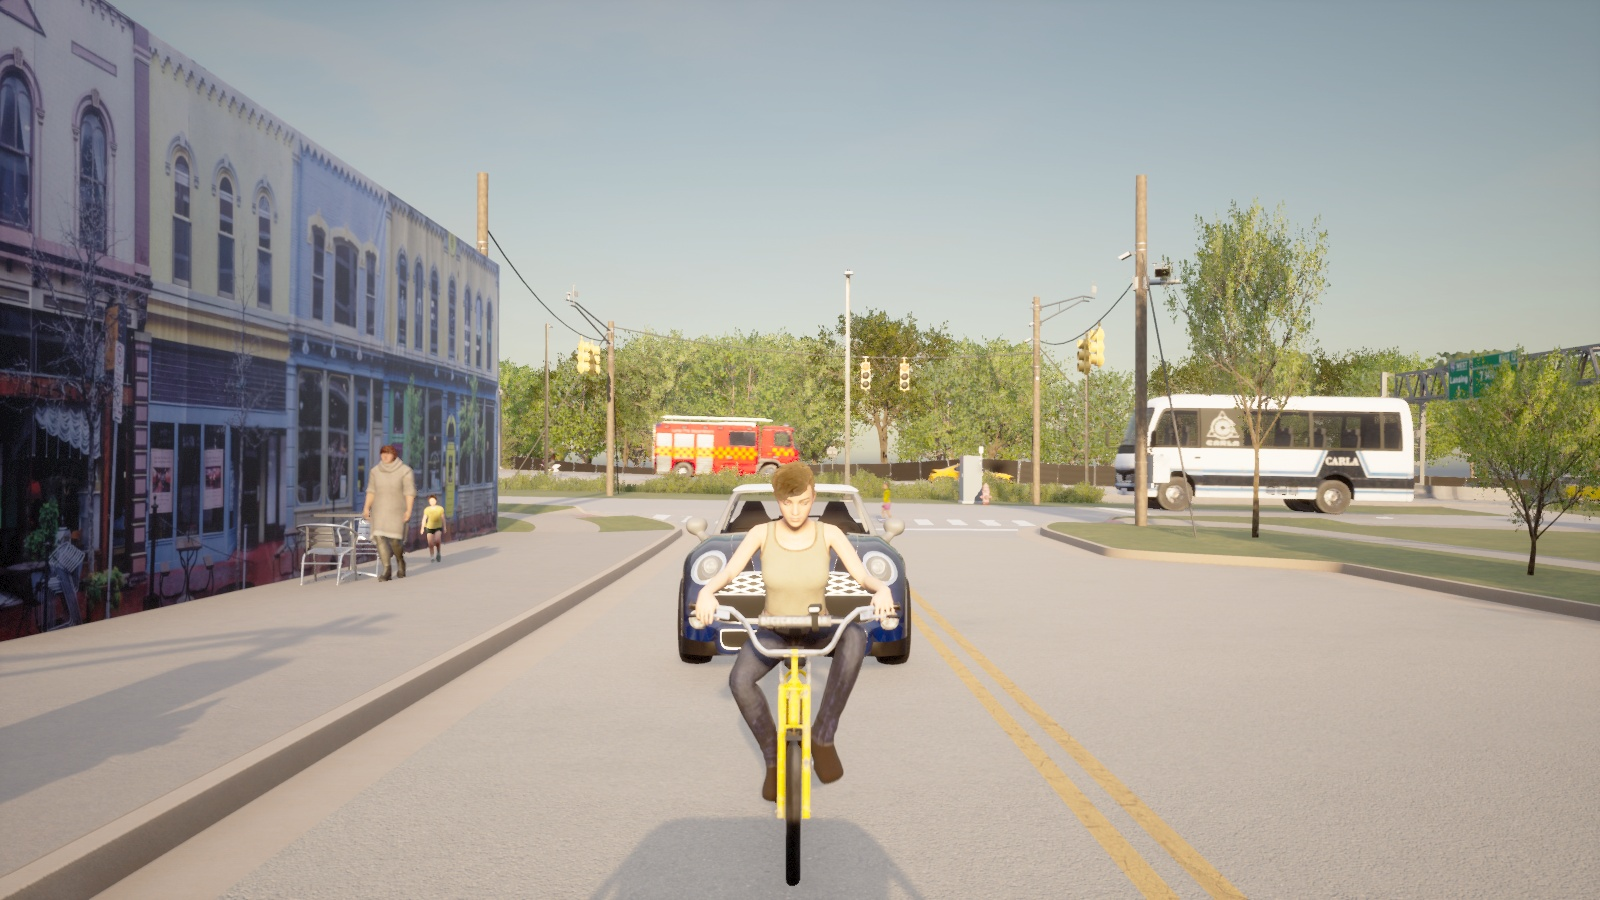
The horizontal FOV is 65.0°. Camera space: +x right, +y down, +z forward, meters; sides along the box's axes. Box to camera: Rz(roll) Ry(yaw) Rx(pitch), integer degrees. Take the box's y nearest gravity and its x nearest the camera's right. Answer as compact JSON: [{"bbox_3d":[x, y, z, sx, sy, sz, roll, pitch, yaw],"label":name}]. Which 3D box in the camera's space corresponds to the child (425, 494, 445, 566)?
[{"bbox_3d":[-5.791,1.265,19.951,0.255,1.110,0.394,0,-1,-9],"label":"child"}]

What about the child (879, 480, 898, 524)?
[{"bbox_3d":[2.361,1.386,33.409,0.473,1.160,0.299,0,-1,0],"label":"child"}]

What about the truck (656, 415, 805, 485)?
[{"bbox_3d":[-3.991,0.038,73.388,8.468,3.827,2.891,1,-1,0],"label":"truck"}]

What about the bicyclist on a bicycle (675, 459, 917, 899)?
[{"bbox_3d":[-0.014,0.852,5.275,0.866,1.612,1.509,0,-1,0],"label":"bicyclist on a bicycle"}]

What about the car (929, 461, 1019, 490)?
[{"bbox_3d":[10.139,1.481,73.428,5.008,1.535,1.882,1,-1,0],"label":"car"}]

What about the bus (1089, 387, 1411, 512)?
[{"bbox_3d":[16.148,0.008,45.717,10.273,4.253,3.944,1,-1,-1],"label":"bus"}]

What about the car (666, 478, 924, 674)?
[{"bbox_3d":[-0.034,1.006,11.518,1.970,1.475,3.806,0,-1,0],"label":"car"}]

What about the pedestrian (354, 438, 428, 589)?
[{"bbox_3d":[-5.428,0.828,16.713,0.659,1.952,0.873,0,-1,4],"label":"pedestrian"}]
